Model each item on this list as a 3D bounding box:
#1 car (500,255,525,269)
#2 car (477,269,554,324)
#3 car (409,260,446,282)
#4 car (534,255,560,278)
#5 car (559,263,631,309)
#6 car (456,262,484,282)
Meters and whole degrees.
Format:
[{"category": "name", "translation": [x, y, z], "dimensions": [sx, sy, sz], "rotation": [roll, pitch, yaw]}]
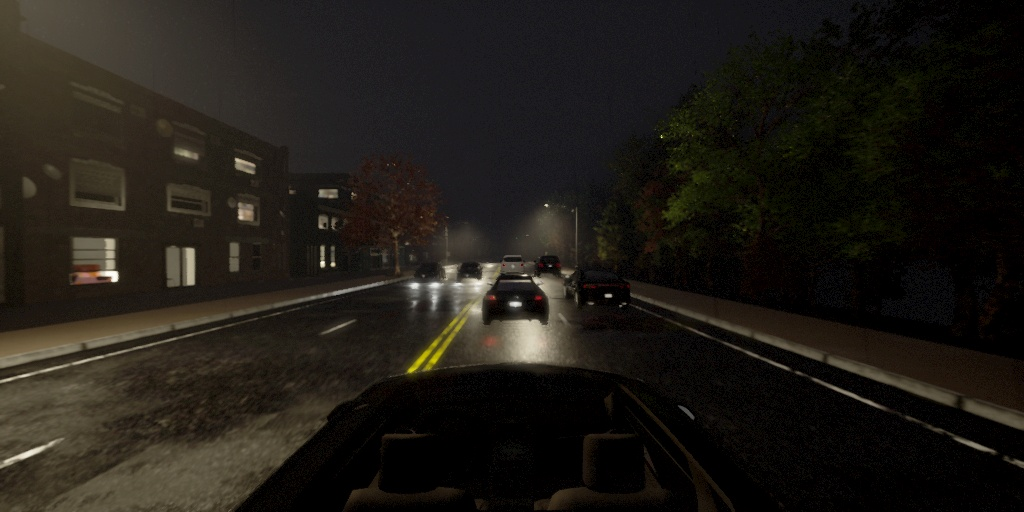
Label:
[{"category": "car", "translation": [0.058, 0.967, 33.920], "dimensions": [2.150, 2.045, 5.566], "rotation": [0, 0, -1]}, {"category": "car", "translation": [0.102, 1.312, 11.979], "dimensions": [1.994, 1.385, 4.181], "rotation": [0, 0, 0]}, {"category": "car", "translation": [-6.611, 1.251, 29.170], "dimensions": [1.837, 1.490, 4.892], "rotation": [0, 0, 0]}, {"category": "car", "translation": [3.308, 0.966, 33.928], "dimensions": [2.150, 2.045, 5.566], "rotation": [0, 0, -1]}, {"category": "car", "translation": [3.352, 1.226, 14.914], "dimensions": [1.882, 1.535, 5.008], "rotation": [0, 0, 0]}, {"category": "car", "translation": [-3.361, 1.251, 29.222], "dimensions": [1.837, 1.490, 4.892], "rotation": [0, 0, 0]}]
